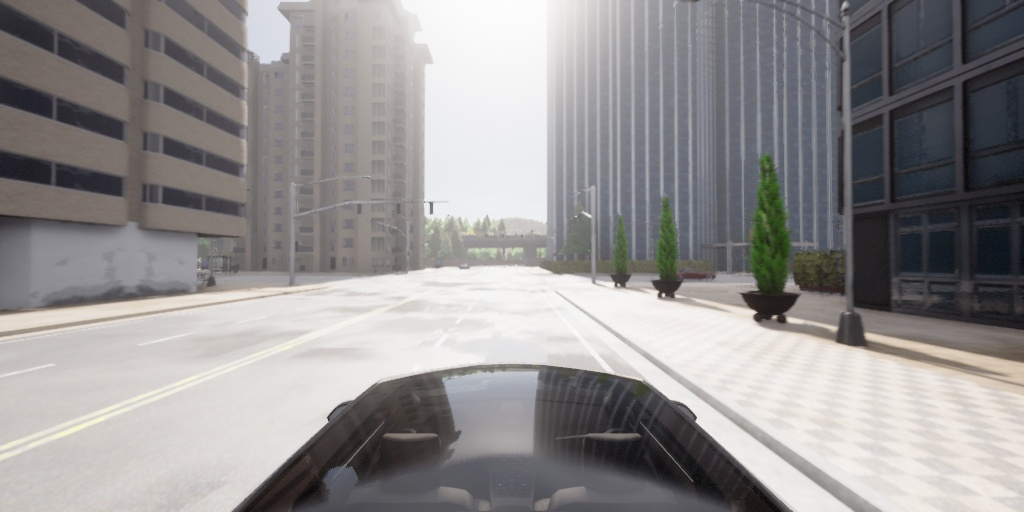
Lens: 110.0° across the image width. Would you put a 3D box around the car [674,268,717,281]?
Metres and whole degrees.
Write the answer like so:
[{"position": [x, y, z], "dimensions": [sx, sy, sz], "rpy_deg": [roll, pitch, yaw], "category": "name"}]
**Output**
[{"position": [17.533, 1.823, 35.538], "dimensions": [4.718, 1.301, 1.895], "rpy_deg": [0, -1, -1], "category": "car"}]
